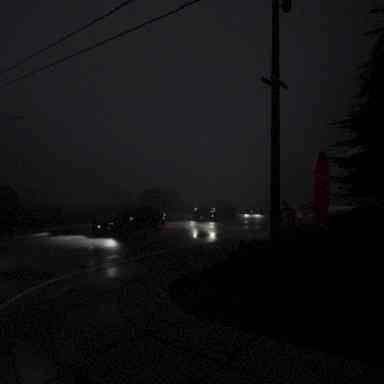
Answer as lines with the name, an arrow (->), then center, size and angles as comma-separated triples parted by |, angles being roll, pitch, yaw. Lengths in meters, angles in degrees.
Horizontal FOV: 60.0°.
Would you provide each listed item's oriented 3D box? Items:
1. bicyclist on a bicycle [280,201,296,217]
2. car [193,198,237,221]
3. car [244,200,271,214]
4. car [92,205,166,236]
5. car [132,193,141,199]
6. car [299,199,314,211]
bicyclist on a bicycle -> 5.392, 1.334, 18.999 | 1.656, 1.620, 0.582 | 0, 0, 33
car -> 1.951, 1.384, 27.483 | 2.097, 1.767, 4.553 | 0, 0, 33
car -> 7.515, 1.580, 36.121 | 2.033, 1.411, 5.357 | 0, 0, 33
car -> -3.452, 1.537, 19.079 | 1.837, 1.490, 4.892 | 0, 0, 33
car -> -14.504, 1.142, 86.937 | 3.866, 1.878, 1.905 | -2, 6, -11
car -> 14.166, 1.524, 39.653 | 2.128, 1.511, 4.902 | 0, 0, 33
